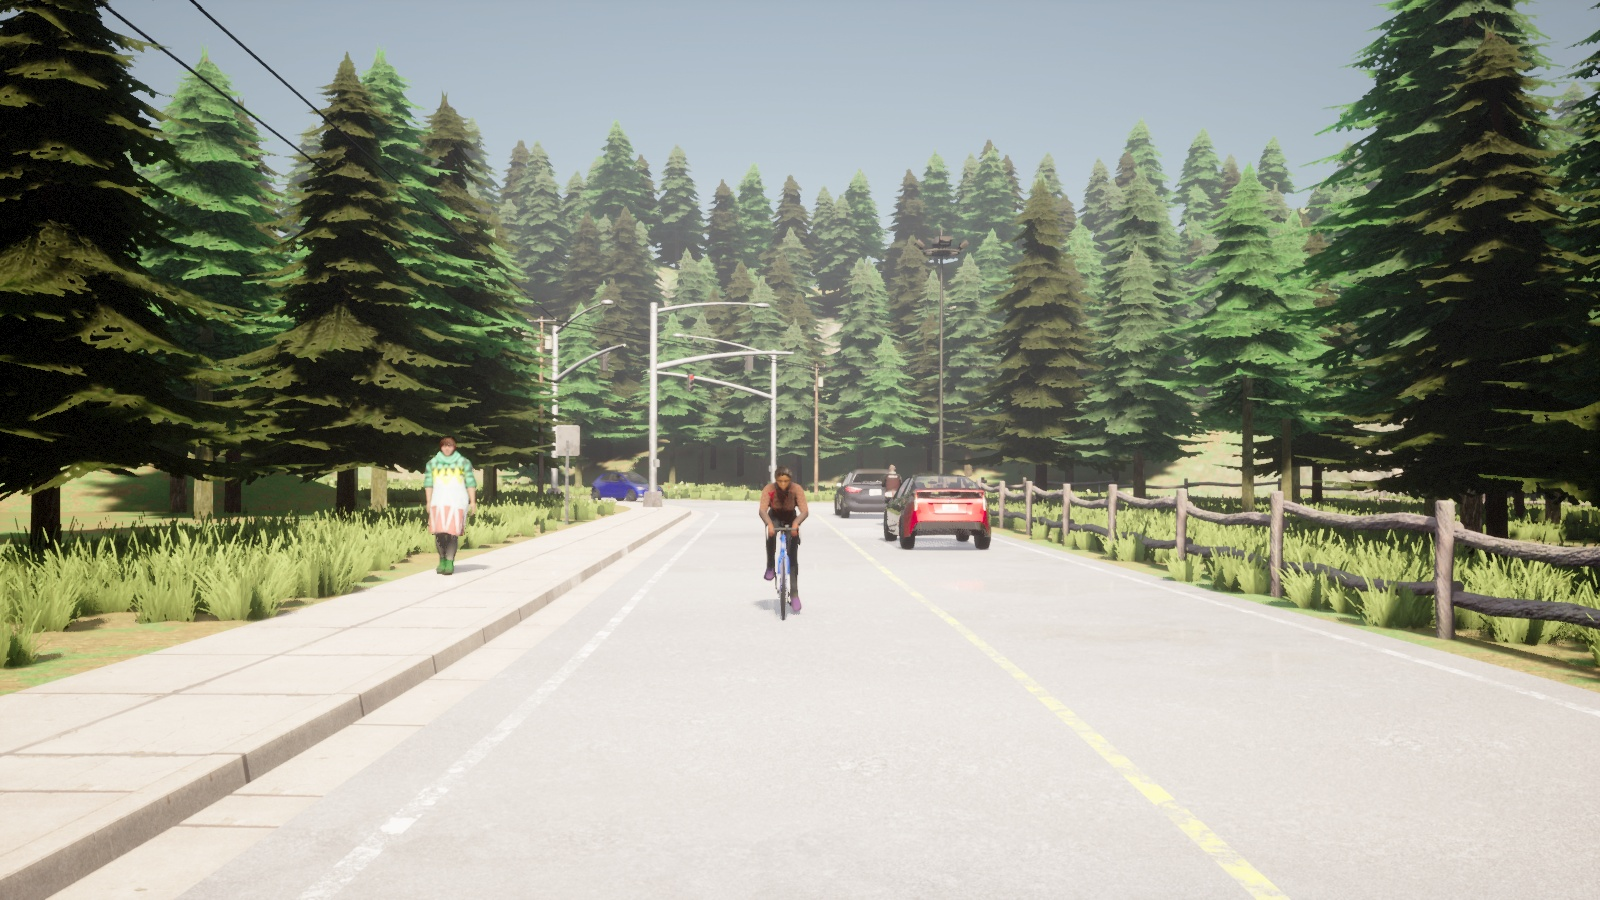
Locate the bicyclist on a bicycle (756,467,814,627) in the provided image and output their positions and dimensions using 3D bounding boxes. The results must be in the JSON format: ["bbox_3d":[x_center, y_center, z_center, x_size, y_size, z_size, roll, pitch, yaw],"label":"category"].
[{"bbox_3d":[-0.176,1.000,13.597,0.582,1.620,1.656,0,-1,-2],"label":"bicyclist on a bicycle"}]

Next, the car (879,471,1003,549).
[{"bbox_3d":[2.901,1.207,26.798,2.007,1.525,4.514,0,-1,-2],"label":"car"}]

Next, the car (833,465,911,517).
[{"bbox_3d":[2.401,1.381,43.205,2.242,1.667,4.611,0,-1,-2],"label":"car"}]

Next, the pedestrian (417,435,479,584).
[{"bbox_3d":[-4.733,0.781,16.915,0.659,1.952,0.873,0,-1,-5],"label":"pedestrian"}]

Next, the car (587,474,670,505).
[{"bbox_3d":[-8.500,1.909,62.017,4.193,1.474,1.816,-1,-1,43],"label":"car"}]
